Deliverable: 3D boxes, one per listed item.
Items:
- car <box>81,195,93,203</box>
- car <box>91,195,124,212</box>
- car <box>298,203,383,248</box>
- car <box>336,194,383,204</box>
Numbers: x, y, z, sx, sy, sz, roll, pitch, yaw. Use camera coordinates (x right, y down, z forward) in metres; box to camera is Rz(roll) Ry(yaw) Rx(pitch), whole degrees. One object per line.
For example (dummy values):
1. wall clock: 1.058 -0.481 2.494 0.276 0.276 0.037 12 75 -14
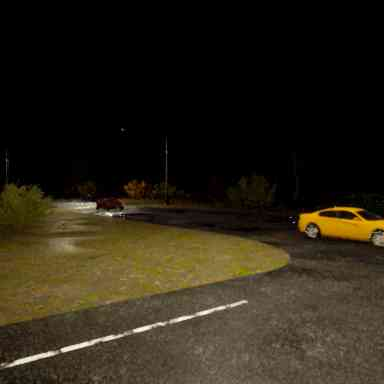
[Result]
1. car: -18.895 1.217 61.246 1.812 1.442 4.674 0 0 -37
2. car: -9.147 1.369 36.767 1.812 1.442 4.674 0 0 -37
3. car: 7.260 1.450 15.072 1.882 1.535 5.008 0 0 -37
4. car: 10.921 1.165 21.851 2.150 2.045 5.566 0 0 -37
